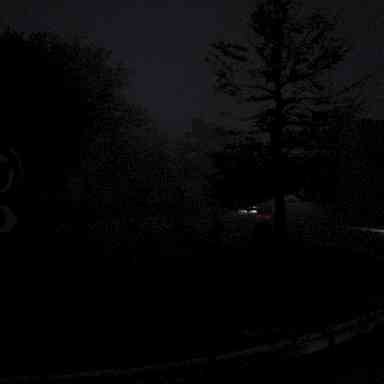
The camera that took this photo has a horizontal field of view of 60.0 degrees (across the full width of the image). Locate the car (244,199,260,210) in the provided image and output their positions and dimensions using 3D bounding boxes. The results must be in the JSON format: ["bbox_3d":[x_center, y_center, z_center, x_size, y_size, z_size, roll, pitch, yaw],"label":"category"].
[{"bbox_3d":[10.558,2.202,58.612,2.097,1.767,4.553,0,0,19],"label":"car"}]

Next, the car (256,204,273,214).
[{"bbox_3d":[10.241,2.236,46.457,2.128,1.511,4.902,0,-1,17],"label":"car"}]

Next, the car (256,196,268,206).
[{"bbox_3d":[15.444,2.022,73.158,2.150,2.045,5.566,0,0,19],"label":"car"}]
